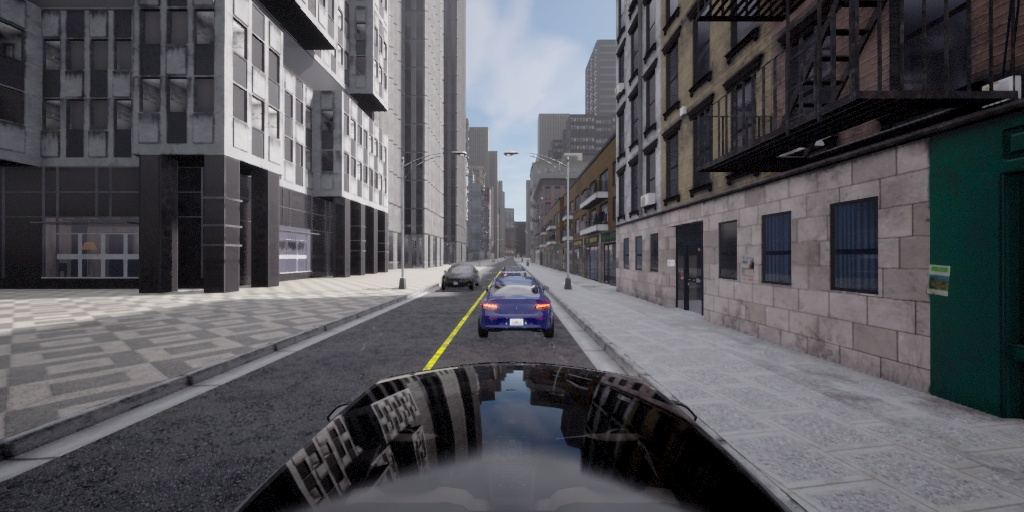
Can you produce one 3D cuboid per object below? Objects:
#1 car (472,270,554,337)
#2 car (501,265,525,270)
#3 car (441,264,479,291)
[{"bbox_3d":[0.096,1.279,10.134,1.812,1.442,4.674,0,0,0],"label":"car"},{"bbox_3d":[0.092,1.373,27.879,1.895,1.301,4.718,0,0,-1],"label":"car"},{"bbox_3d":[-3.109,1.242,22.252,1.882,1.535,5.008,0,0,0],"label":"car"}]
